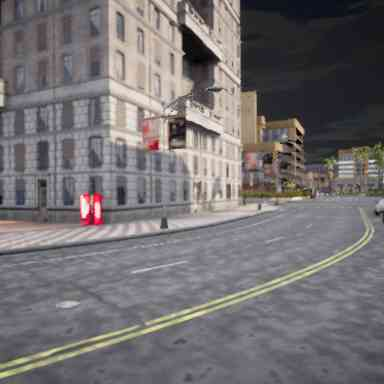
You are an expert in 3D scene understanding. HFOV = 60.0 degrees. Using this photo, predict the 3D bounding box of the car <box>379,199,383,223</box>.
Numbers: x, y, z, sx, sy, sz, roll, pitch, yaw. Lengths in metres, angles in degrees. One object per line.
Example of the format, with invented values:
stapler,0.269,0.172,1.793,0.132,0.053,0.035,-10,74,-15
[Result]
car,13.285,1.401,21.310,1.837,1.490,4.892,0,0,28

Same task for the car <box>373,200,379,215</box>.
car,18.236,1.386,31.201,1.812,1.442,4.674,-1,0,27
